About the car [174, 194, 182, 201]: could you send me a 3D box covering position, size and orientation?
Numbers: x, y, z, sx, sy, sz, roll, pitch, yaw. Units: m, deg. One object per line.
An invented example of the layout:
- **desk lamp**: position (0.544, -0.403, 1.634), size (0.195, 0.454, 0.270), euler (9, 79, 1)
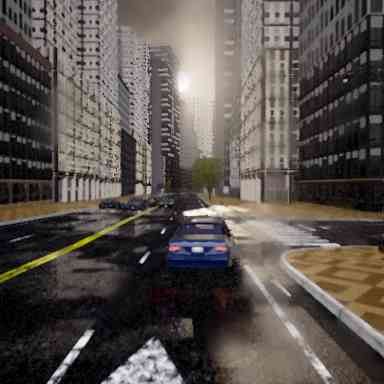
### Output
- **car**: position (-3.246, 1.219, 70.201), size (1.837, 1.490, 4.892), euler (0, 0, 0)

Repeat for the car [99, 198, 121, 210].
- **car**: position (-9.842, 1.401, 40.157), size (1.994, 1.385, 4.181), euler (0, 0, 0)

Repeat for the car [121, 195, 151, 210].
- **car**: position (-6.597, 1.388, 39.546), size (2.033, 1.411, 5.357), euler (0, 0, 0)

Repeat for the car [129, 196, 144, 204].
- **car**: position (-9.785, 1.363, 59.085), size (1.895, 1.301, 4.718), euler (0, 0, 1)

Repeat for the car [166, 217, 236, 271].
- **car**: position (0.424, 1.532, 10.829), size (2.033, 1.411, 5.357), euler (-1, -1, 7)

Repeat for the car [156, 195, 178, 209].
- **car**: position (-3.153, 1.426, 43.231), size (1.895, 1.301, 4.718), euler (0, 0, 0)

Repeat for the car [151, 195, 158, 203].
- **car**: position (-6.549, 1.261, 57.342), size (2.128, 1.511, 4.902), euler (0, 0, 0)
